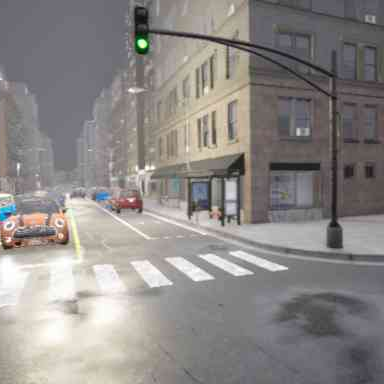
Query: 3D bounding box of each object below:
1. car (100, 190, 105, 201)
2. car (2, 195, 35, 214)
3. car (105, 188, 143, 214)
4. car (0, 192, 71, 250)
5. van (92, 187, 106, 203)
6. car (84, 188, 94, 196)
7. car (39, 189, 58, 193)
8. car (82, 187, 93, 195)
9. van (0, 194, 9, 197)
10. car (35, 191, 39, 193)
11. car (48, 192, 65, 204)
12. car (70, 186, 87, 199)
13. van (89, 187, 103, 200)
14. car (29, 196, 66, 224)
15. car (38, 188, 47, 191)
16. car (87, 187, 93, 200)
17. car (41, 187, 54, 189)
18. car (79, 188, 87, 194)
[{"bbox_3d":[-7.158,0.801,31.336,2.008,1.369,4.403,-2,2,-21],"label":"car"},{"bbox_3d":[-14.728,1.021,28.450,1.947,1.339,4.313,-2,2,-21],"label":"car"},{"bbox_3d":[-5.230,0.671,26.281,2.192,1.841,5.009,-2,2,-21],"label":"car"},{"bbox_3d":[-6.168,1.078,13.306,2.097,1.767,4.553,-2,2,-22],"label":"car"},{"bbox_3d":[-11.025,0.380,41.427,1.690,1.788,3.998,-2,2,-21],"label":"van"},{"bbox_3d":[-20.740,0.031,66.832,1.752,1.417,4.829,-2,2,-21],"label":"car"},{"bbox_3d":[-13.270,0.813,31.959,1.882,1.535,5.008,-2,2,-20],"label":"car"},{"bbox_3d":[-22.612,-0.157,71.719,1.967,1.590,4.097,-2,2,-21],"label":"car"},{"bbox_3d":[-10.881,1.008,18.343,1.690,1.788,3.998,-2,2,-21],"label":"van"},{"bbox_3d":[-16.654,0.894,33.500,1.887,1.381,4.507,-2,2,-21],"label":"car"},{"bbox_3d":[-17.457,0.705,42.972,1.895,1.301,4.718,-2,2,-20],"label":"car"},{"bbox_3d":[-18.212,0.202,52.722,2.097,1.767,4.553,-2,2,-21],"label":"car"},{"bbox_3d":[-14.888,0.168,51.524,1.690,1.788,3.998,-2,2,-21],"label":"van"},{"bbox_3d":[-9.622,1.086,22.297,2.033,1.411,5.357,-2,2,-23],"label":"car"},{"bbox_3d":[-22.371,0.560,48.494,1.752,1.417,4.829,-2,2,-21],"label":"car"},{"bbox_3d":[-12.957,0.248,46.475,2.192,1.841,5.009,-2,2,-21],"label":"car"},{"bbox_3d":[-28.212,0.028,63.798,2.192,1.841,5.009,-2,2,-21],"label":"car"},{"bbox_3d":[-28.466,-0.392,87.025,1.752,1.417,4.829,-2,2,-21],"label":"car"}]
